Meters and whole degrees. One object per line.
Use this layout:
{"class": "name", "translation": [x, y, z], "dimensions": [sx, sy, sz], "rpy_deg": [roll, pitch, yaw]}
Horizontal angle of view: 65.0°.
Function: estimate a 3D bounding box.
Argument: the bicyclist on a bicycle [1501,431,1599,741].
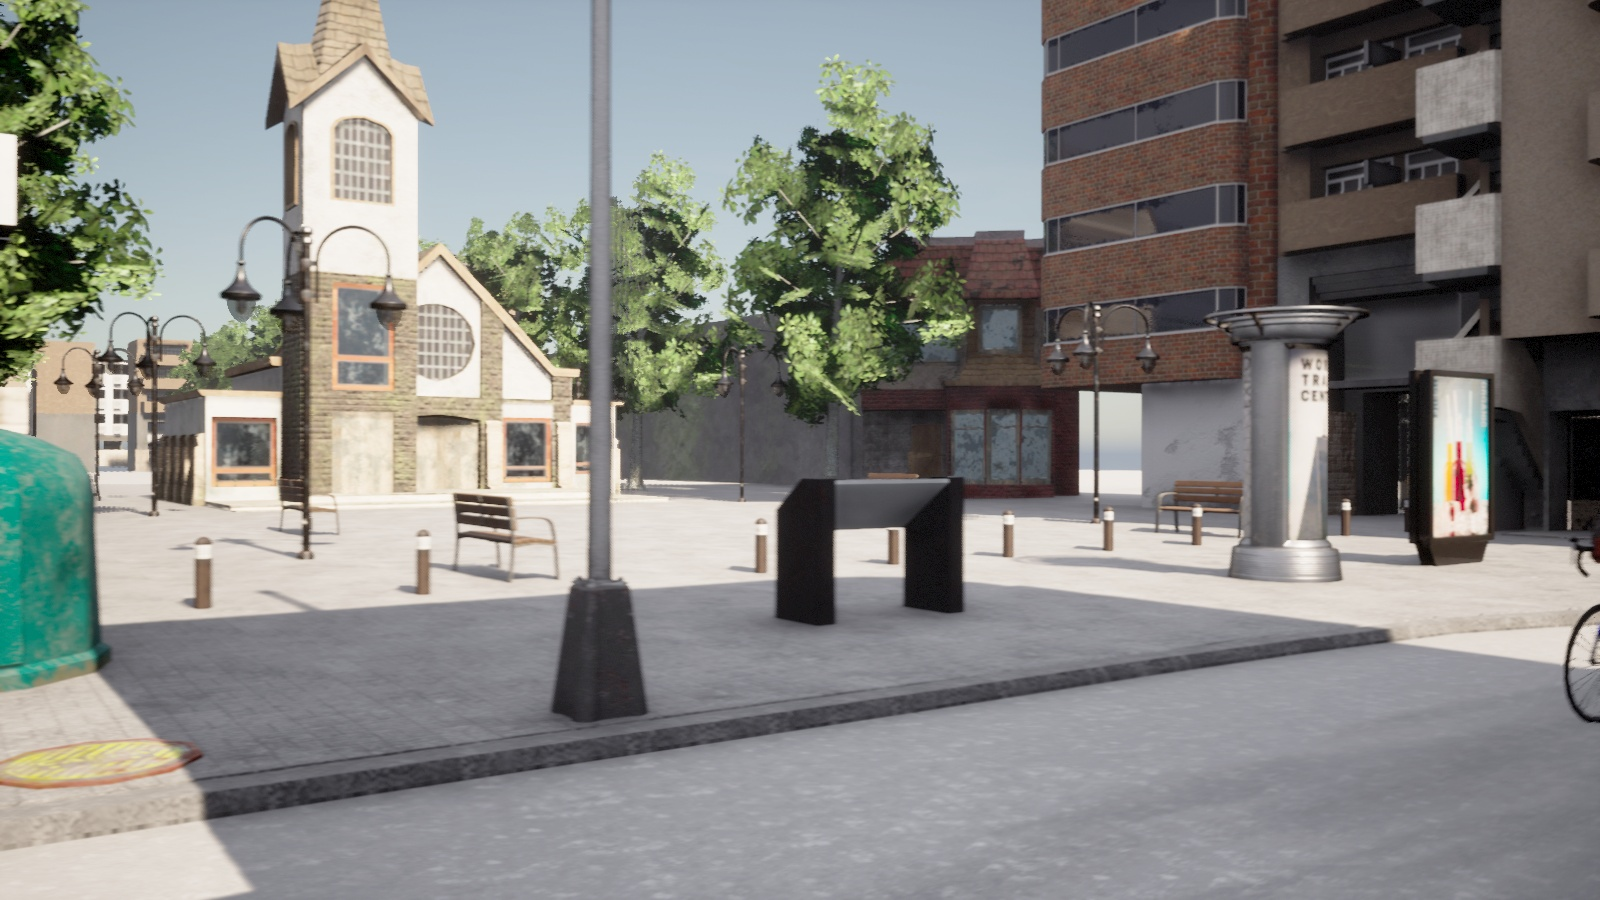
{"class": "bicyclist on a bicycle", "translation": [4.831, 0.705, 7.157], "dimensions": [1.656, 1.620, 0.582], "rpy_deg": [0, 1, -25]}
